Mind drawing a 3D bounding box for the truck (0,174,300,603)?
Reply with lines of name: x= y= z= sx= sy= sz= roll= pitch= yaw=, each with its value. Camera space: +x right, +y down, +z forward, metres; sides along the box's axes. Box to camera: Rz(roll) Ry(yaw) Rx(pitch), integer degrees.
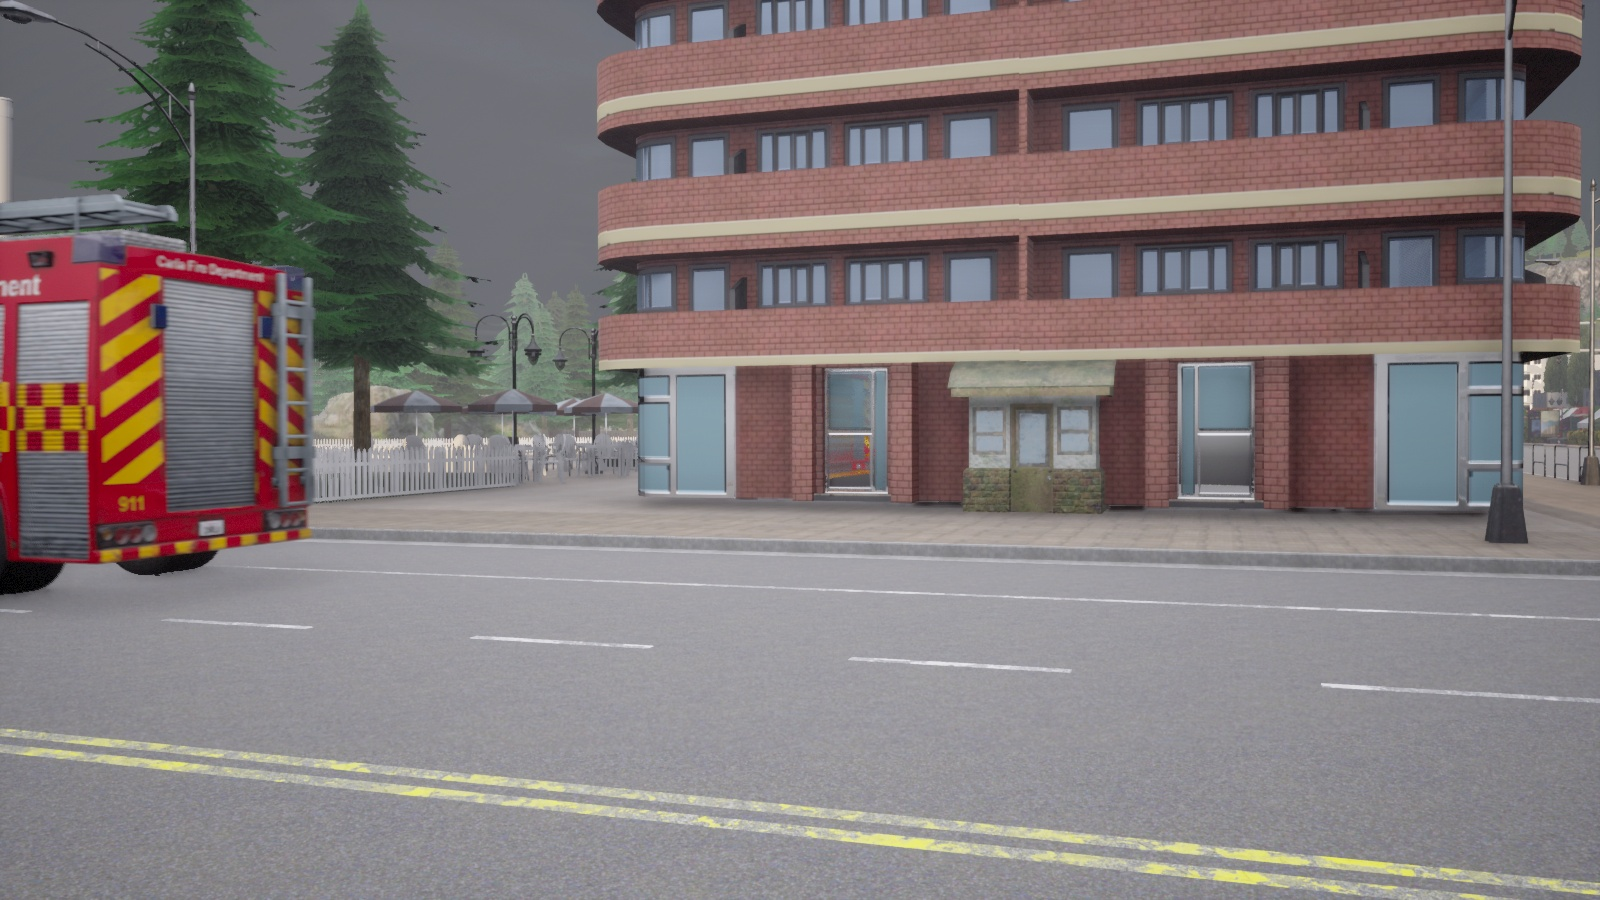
truck: x=-10.034 y=-0.599 z=13.933 sx=8.468 sy=3.827 sz=2.891 roll=0 pitch=1 yaw=19
